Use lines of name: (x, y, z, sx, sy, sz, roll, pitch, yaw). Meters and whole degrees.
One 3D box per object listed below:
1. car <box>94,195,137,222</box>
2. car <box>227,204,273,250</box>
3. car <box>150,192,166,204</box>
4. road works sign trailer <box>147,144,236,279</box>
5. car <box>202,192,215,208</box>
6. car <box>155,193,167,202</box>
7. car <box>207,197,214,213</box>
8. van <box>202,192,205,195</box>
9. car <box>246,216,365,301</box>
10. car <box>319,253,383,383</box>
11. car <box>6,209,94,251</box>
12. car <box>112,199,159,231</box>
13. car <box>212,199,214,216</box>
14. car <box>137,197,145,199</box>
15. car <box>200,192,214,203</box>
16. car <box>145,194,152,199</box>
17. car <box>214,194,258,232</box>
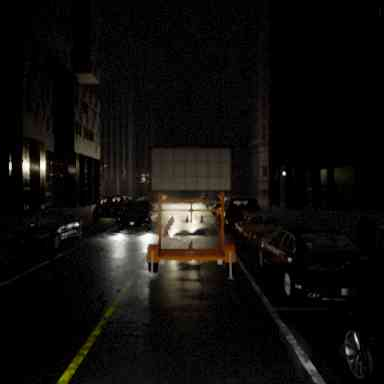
car: (-5.816, 1.162, 24.793, 2.192, 1.841, 5.009, 0, 0, 0)
car: (2.732, 1.440, 13.781, 1.752, 1.417, 4.829, 0, 0, 0)
car: (-5.872, 0.993, 52.803, 2.192, 1.841, 5.009, 0, 0, 0)
road works sign trailer: (-0.020, 0.403, 9.798, 2.380, 3.560, 2.880, 0, 0, 0)
car: (2.676, 1.185, 41.619, 1.967, 1.590, 4.097, 0, 0, 0)
car: (-5.894, 1.050, 64.008, 1.967, 1.590, 4.097, 0, 0, 0)
car: (2.699, 1.379, 30.417, 1.947, 1.339, 4.313, 0, 0, 0)
van: (2.664, 1.052, 47.221, 1.690, 1.788, 3.998, 0, 0, 0)
car: (2.744, 1.501, 8.010, 2.008, 1.369, 4.403, 0, 0, 0)
car: (2.755, 1.550, 2.409, 1.947, 1.339, 4.313, 0, 0, 0)
car: (-5.793, 1.466, 13.590, 2.008, 1.369, 4.403, 0, 0, 0)
car: (-3.139, 1.383, 19.771, 1.837, 1.490, 4.892, 0, 0, 0)
car: (2.710, 1.429, 24.816, 1.802, 1.307, 4.206, 0, 0, 0)
car: (-5.826, 1.379, 30.396, 1.947, 1.339, 4.313, 0, 0, 0)
car: (2.642, 0.959, 58.424, 2.192, 1.841, 5.009, 0, 0, 0)
car: (-5.838, 1.219, 35.998, 1.967, 1.590, 4.097, 0, 0, 0)
car: (2.720, 1.196, 19.212, 2.192, 1.841, 5.009, 0, 0, 0)
